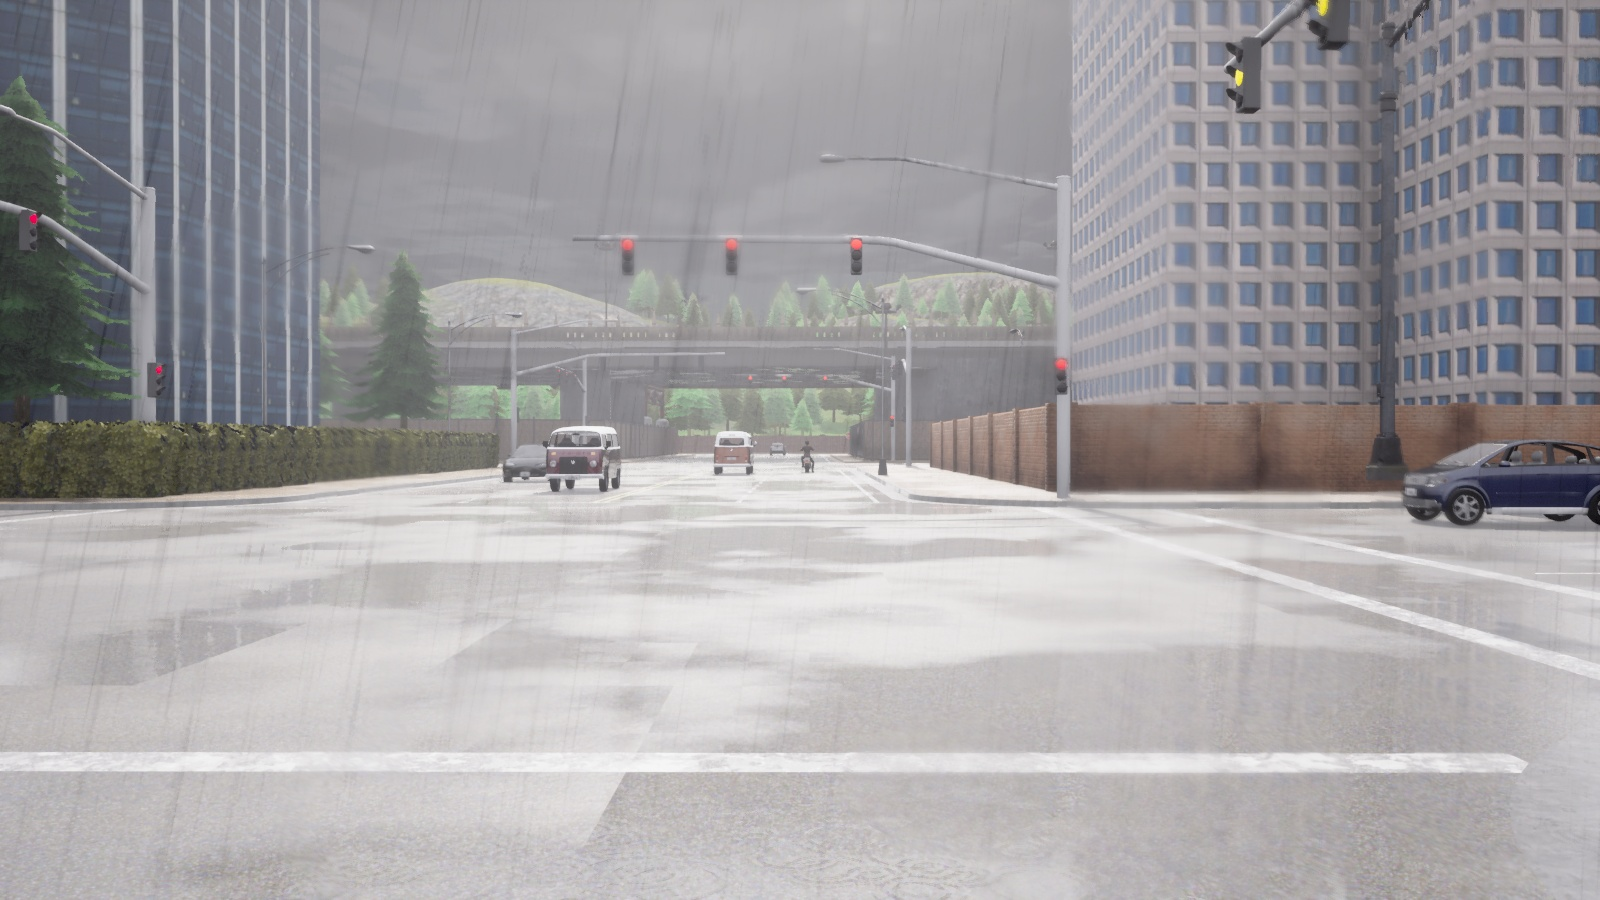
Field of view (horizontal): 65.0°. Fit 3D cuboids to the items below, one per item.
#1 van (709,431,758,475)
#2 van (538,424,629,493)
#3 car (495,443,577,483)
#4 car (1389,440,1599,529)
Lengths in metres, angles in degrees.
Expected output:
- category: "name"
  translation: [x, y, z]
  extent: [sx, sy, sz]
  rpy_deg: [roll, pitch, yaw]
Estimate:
- category: "van"
  translation: [-3.158, 0.126, 60.408]
  extent: [2.069, 2.038, 4.480]
  rpy_deg: [0, 0, 0]
- category: "van"
  translation: [-6.770, 0.240, 39.687]
  extent: [2.069, 2.038, 4.480]
  rpy_deg: [0, 0, 0]
- category: "car"
  translation: [-10.220, 0.461, 49.032]
  extent: [2.163, 1.488, 4.792]
  rpy_deg: [0, 0, 0]
- category: "car"
  translation: [13.058, 0.606, 22.997]
  extent: [3.705, 1.549, 1.789]
  rpy_deg: [0, 0, 1]
